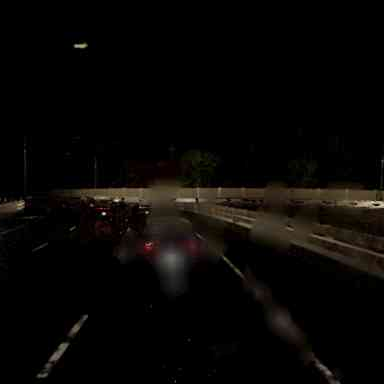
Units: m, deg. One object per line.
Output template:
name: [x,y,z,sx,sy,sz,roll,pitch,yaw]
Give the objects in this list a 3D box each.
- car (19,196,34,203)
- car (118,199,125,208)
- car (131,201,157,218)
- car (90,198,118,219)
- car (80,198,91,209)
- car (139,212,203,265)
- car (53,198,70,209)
car: [-36.024,1.683,72.191,2.128,1.511,4.902,0,0,-45]
car: [-11.011,1.618,47.650,1.994,1.385,4.181,0,0,-25]
car: [-4.416,1.515,30.148,2.128,1.511,4.902,0,0,-16]
car: [-7.975,1.543,29.884,1.837,1.490,4.892,0,0,-16]
car: [-14.543,1.593,46.989,1.812,1.442,4.674,0,0,-25]
car: [-0.836,1.607,11.814,1.895,1.301,4.718,0,0,-6]
car: [-17.964,1.586,46.019,1.837,1.490,4.892,0,0,-26]
